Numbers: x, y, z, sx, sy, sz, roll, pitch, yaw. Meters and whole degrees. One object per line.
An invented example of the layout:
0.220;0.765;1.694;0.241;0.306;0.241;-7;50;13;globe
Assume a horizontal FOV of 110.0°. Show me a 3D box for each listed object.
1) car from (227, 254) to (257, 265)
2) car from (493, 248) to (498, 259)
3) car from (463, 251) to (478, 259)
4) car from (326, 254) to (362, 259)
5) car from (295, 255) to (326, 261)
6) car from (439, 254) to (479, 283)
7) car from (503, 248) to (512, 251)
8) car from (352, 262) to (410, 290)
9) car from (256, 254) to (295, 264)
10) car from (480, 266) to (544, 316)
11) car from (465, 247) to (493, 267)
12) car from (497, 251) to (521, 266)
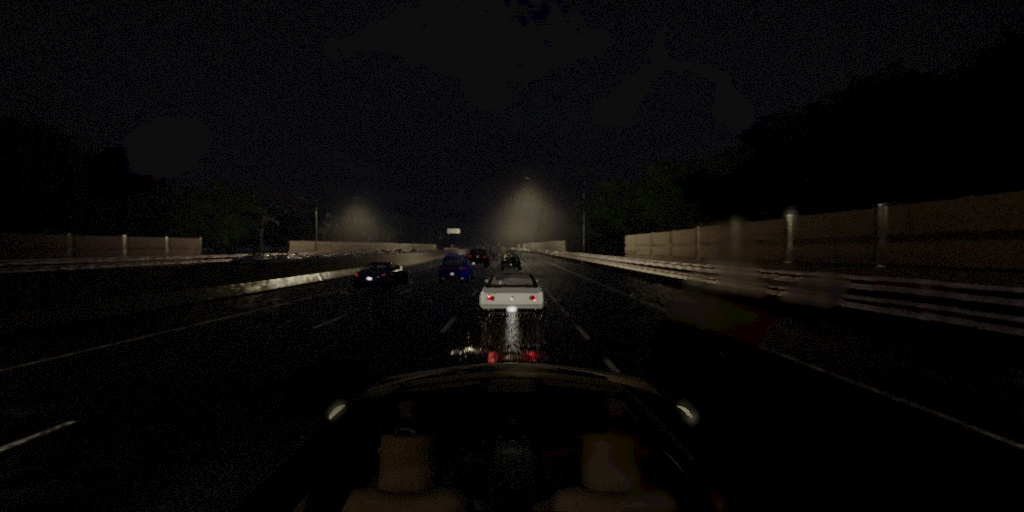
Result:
-28.210;0.532;39.085;2.033;1.411;5.357;0;2;0;car
-3.907;-0.249;64.397;1.837;1.490;4.892;0;2;-1;car
-7.407;-0.202;64.378;2.033;1.411;5.357;0;2;-1;car
-17.719;0.510;39.230;2.033;1.411;5.357;0;2;0;car
-21.218;0.567;39.339;1.895;1.301;4.718;0;2;0;car
-3.545;0.842;23.677;1.882;1.535;5.008;0;1;0;car
-0.408;-0.256;64.452;1.837;1.490;4.892;0;2;-1;car
-7.027;1.033;19.653;1.994;1.385;4.181;0;1;0;car
-24.713;0.525;39.134;2.033;1.411;5.357;0;2;0;car
-0.003;1.200;12.518;1.895;1.301;4.718;0;1;0;car
-3.653;0.127;40.493;2.150;2.045;5.566;0;2;0;car
-0.117;0.524;35.673;2.128;1.511;4.902;0;2;0;car
